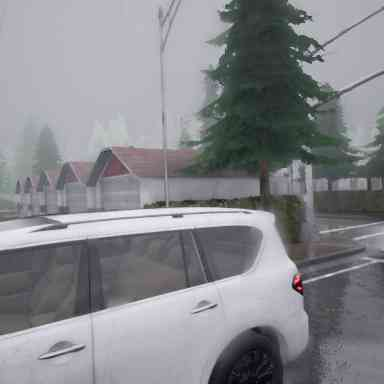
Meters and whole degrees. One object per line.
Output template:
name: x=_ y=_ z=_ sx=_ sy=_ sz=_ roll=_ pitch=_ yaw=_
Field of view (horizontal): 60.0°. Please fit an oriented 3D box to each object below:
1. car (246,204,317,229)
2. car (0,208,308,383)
car: x=5.794 y=1.541 z=22.005 sx=1.994 sy=1.385 sz=4.181 roll=-2 pitch=0 yaw=-34
car: x=-1.321 y=1.238 z=3.045 sx=5.566 sy=2.045 sz=2.150 roll=-1 pitch=0 yaw=-34
